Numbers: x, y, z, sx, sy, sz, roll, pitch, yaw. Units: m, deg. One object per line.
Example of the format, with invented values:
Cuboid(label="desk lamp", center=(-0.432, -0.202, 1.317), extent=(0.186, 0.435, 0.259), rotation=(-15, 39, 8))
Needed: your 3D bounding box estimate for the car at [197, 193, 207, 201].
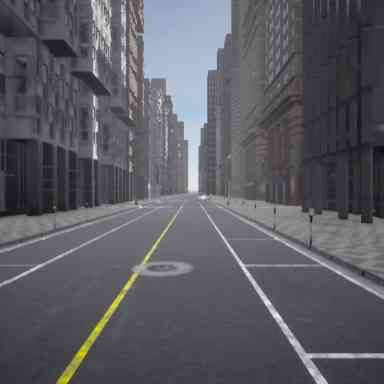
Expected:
Cuboid(label="car", center=(2.394, 1.220, 80.350), extent=(2.150, 2.045, 5.566), rotation=(0, 0, 0))
